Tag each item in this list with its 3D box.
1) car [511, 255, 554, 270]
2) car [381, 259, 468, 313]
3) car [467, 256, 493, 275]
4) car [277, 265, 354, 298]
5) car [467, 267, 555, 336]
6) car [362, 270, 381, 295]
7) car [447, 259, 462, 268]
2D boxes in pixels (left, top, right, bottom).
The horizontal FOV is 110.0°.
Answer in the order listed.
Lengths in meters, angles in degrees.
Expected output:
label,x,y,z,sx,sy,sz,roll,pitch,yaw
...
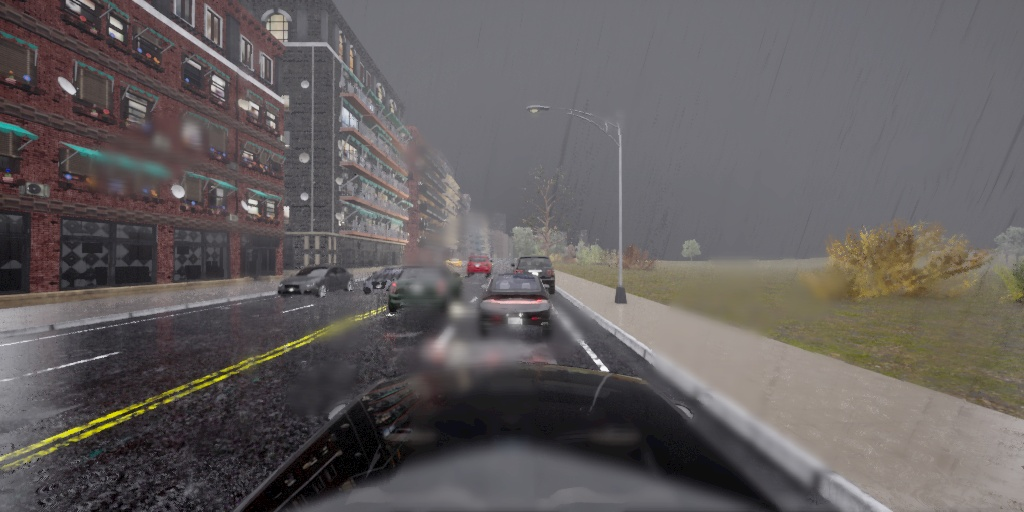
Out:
label,x,y,z,sx,sy,sz,roll,pitch,yaw
car,1.132,0.977,20.236,2.150,2.045,5.566,0,0,0
car,-3.154,1.104,14.032,2.097,1.767,4.553,0,0,0
car,-3.160,0.974,35.520,2.150,2.045,5.566,0,0,0
car,-9.856,1.257,18.430,1.837,1.490,4.892,0,0,0
car,0.098,1.243,10.366,2.128,1.511,4.902,0,0,0
car,-6.606,1.316,19.829,1.994,1.385,4.181,0,0,0
car,-9.841,1.226,61.616,1.882,1.535,5.008,0,0,0
